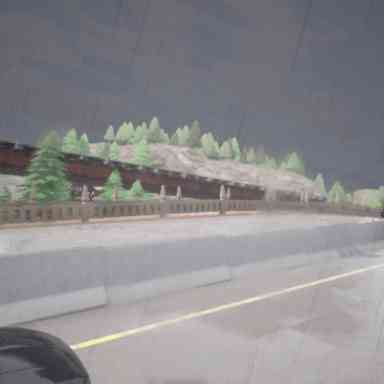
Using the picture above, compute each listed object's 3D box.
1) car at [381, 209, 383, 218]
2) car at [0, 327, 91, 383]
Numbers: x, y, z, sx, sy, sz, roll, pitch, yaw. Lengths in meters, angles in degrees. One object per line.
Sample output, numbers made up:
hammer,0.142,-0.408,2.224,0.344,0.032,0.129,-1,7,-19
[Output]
car,23.368,2.291,37.826,4.902,1.511,2.128,6,-3,-35
car,-2.971,1.509,1.628,4.892,1.490,1.837,0,0,-35
